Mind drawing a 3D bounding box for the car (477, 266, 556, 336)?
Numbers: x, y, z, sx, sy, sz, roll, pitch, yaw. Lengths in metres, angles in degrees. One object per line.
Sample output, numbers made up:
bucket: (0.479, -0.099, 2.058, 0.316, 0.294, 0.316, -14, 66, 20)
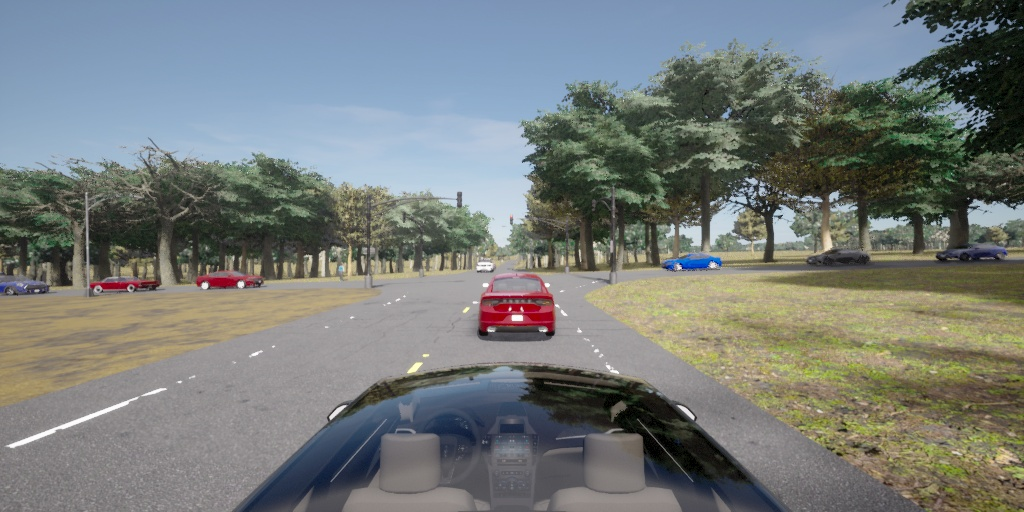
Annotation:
car: (0.129, 1.229, 10.446, 1.882, 1.535, 5.008, 0, 0, 0)

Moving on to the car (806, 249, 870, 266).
car: (28.762, 0.094, 31.675, 4.674, 1.442, 1.812, -2, -1, 3)

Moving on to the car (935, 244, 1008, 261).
car: (39.917, -0.334, 31.182, 4.674, 1.442, 1.812, -2, -1, 2)

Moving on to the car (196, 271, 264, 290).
car: (-23.682, 1.973, 30.224, 5.008, 1.535, 1.882, -2, -1, 2)

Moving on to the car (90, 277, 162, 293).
car: (-33.040, 2.415, 30.647, 4.718, 1.301, 1.895, -2, -1, 3)

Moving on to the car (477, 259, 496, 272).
car: (-3.910, 1.391, 53.011, 2.150, 2.045, 5.566, 0, -1, 1)

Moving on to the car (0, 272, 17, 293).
car: (-52.812, 2.699, 35.247, 5.566, 2.045, 2.150, -2, -1, 3)

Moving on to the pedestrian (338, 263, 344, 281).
pedestrian: (-17.905, 1.665, 37.570, 0.375, 1.860, 0.375, 0, 1, 3)

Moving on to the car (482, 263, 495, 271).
car: (-4.074, 1.907, 62.961, 1.994, 1.385, 4.181, 0, -1, 0)

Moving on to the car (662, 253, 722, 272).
car: (16.012, 0.548, 32.067, 5.008, 1.535, 1.882, -2, -1, 0)

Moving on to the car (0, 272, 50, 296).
car: (-43.321, 2.500, 31.141, 4.553, 1.767, 2.097, -2, -1, 3)
